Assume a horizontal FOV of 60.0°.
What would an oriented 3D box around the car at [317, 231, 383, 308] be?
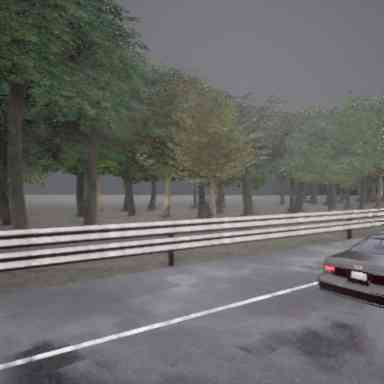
[{"bbox_3d":[5.054,1.551,7.420,5.357,1.411,2.033,0,0,-35],"label":"car"}]
